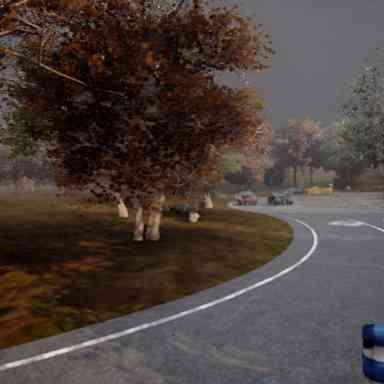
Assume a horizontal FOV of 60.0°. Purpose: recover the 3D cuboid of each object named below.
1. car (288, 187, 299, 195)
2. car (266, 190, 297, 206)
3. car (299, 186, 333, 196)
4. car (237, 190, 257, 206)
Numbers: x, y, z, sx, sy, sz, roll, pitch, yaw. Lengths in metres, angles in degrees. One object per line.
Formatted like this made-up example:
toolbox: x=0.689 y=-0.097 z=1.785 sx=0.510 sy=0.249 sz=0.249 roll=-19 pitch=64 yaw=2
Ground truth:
car: x=17.665 y=-0.152 z=56.860 sx=4.902 sy=1.511 sz=2.128 roll=-3 pitch=2 yaw=-25
car: x=9.538 y=0.774 z=36.494 sx=1.994 sy=1.385 sz=4.181 roll=-2 pitch=1 yaw=-2
car: x=20.696 y=-0.235 z=54.756 sx=5.008 sy=1.535 sz=1.882 roll=-3 pitch=1 yaw=-18
car: x=6.311 y=0.623 z=38.657 sx=2.097 sy=1.767 sz=4.553 roll=-2 pitch=1 yaw=5
